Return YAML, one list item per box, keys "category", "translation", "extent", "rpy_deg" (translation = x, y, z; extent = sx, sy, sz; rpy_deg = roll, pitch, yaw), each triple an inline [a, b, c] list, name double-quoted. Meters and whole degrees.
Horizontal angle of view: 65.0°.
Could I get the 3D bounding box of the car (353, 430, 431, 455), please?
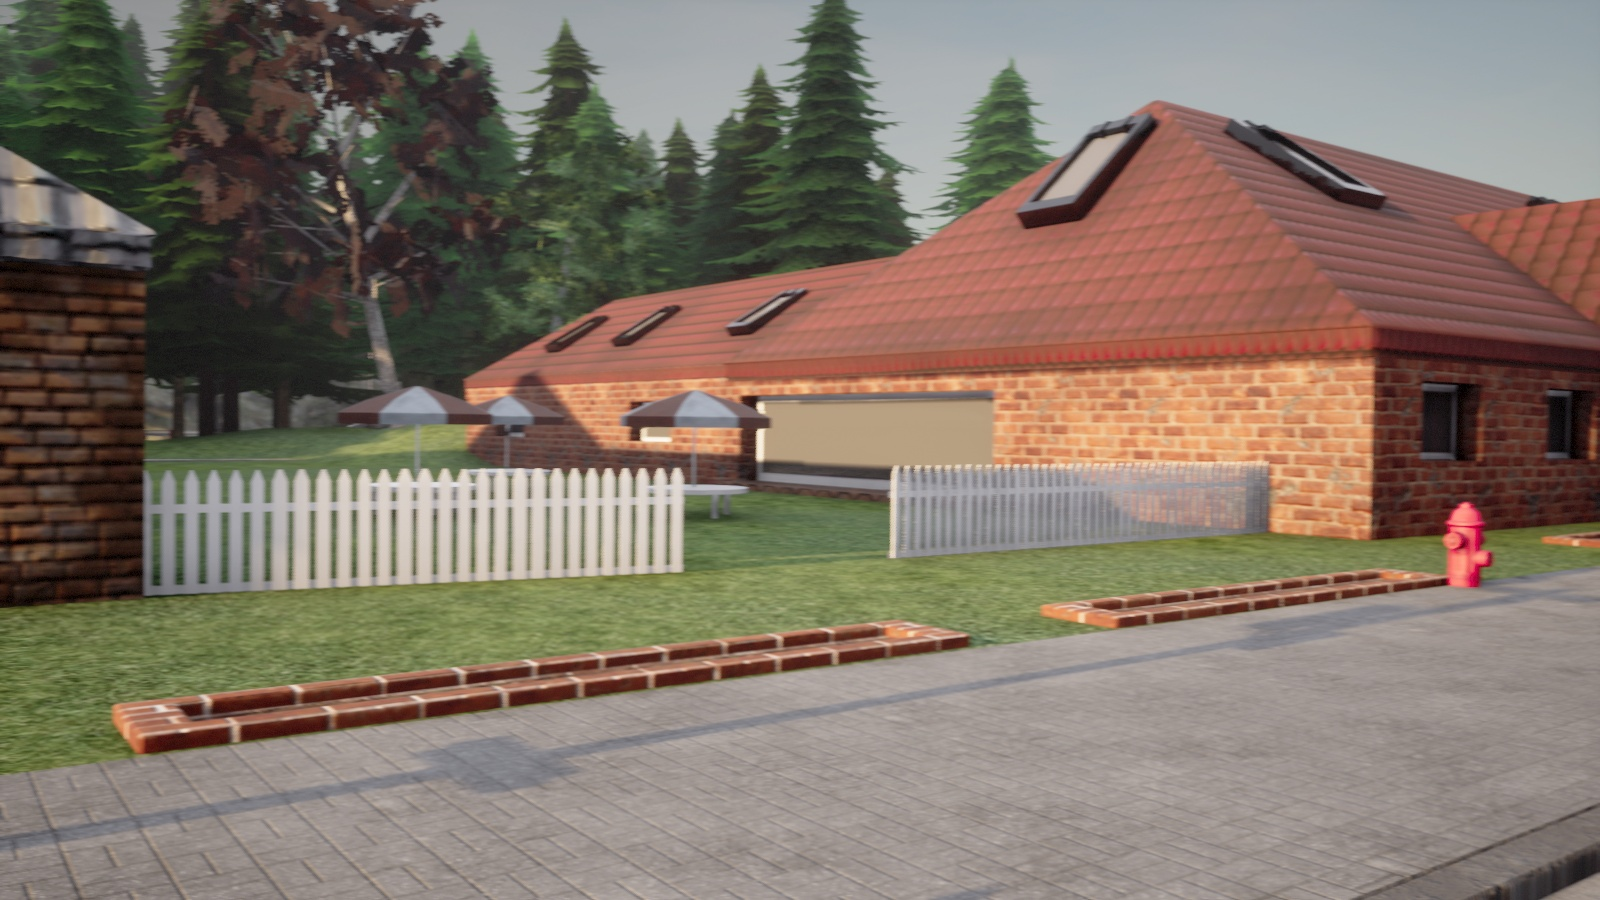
- category: "car"
  translation: [-25.344, -0.471, 78.028]
  extent: [4.193, 1.474, 1.816]
  rpy_deg: [-1, 1, -36]
